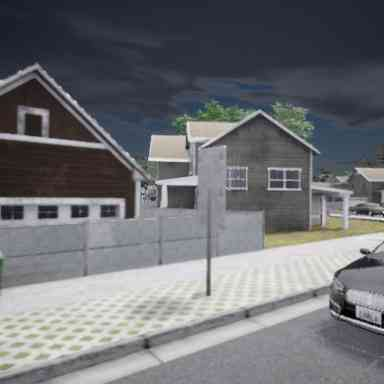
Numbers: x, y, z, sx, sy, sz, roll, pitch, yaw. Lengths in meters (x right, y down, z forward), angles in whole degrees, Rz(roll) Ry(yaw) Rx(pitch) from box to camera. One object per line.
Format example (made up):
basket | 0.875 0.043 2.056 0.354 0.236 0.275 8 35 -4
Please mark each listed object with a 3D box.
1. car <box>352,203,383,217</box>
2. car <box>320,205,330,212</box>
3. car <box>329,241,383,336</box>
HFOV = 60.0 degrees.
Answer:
car | 19.846 1.989 37.101 1.837 1.490 4.892 1 -1 -5
car | 18.634 2.303 49.227 2.128 1.511 4.902 1 -1 -7
car | 4.509 1.487 6.164 4.902 1.511 2.128 0 0 -35
